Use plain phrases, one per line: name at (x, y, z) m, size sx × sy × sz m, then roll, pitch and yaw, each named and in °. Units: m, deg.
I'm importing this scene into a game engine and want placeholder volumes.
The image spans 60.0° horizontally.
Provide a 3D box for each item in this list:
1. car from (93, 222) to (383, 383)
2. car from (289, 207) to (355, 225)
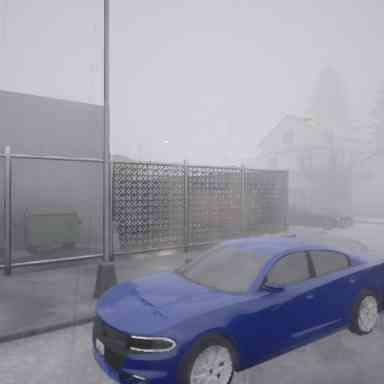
car at (1.035, 1.477, 5.163) m, size 5.008 × 1.535 × 1.882 m, roll 0°, pitch 0°, yaw -34°
car at (7.494, 1.601, 20.701) m, size 1.895 × 1.301 × 4.718 m, roll 0°, pitch 0°, yaw -35°
